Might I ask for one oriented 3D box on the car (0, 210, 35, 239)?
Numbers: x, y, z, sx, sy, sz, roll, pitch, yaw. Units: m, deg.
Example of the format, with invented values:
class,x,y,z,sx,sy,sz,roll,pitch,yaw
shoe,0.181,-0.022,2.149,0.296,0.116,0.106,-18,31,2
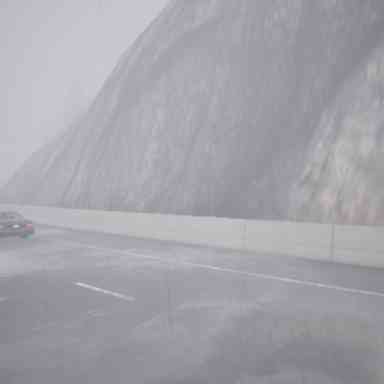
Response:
class,x,y,z,sx,sy,sz,roll,pitch,yaw
car,-9.722,1.590,16.526,5.357,1.411,2.033,0,0,42
